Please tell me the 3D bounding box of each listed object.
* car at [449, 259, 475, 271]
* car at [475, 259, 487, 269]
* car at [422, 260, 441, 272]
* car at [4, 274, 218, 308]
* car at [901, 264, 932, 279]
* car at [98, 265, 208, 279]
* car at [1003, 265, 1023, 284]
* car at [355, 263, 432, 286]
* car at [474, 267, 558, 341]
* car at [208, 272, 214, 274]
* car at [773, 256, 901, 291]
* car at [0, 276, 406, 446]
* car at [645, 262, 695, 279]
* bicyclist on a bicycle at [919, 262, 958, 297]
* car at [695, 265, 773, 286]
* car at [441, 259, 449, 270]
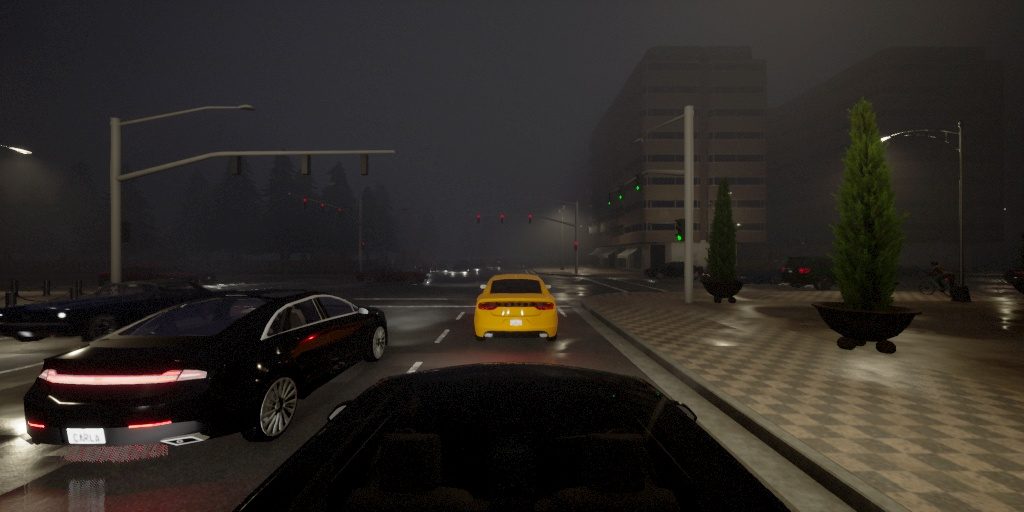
[{"bbox_3d":[-6.678,1.228,48.397,1.882,1.535,5.008,0,0,3],"label":"car"},{"bbox_3d":[-5.515,1.255,57.731,1.837,1.490,4.892,0,0,15],"label":"car"},{"bbox_3d":[-10.387,1.351,43.613,1.895,1.301,4.718,0,0,1],"label":"car"},{"bbox_3d":[-10.270,1.351,9.847,1.895,1.301,4.718,0,0,2],"label":"car"},{"bbox_3d":[34.909,1.406,32.554,4.718,1.301,1.895,0,0,0],"label":"car"},{"bbox_3d":[-21.859,1.283,21.686,5.008,1.535,1.882,0,0,0],"label":"car"},{"bbox_3d":[38.046,1.310,25.373,4.892,1.490,1.837,0,0,0],"label":"car"},{"bbox_3d":[-8.351,1.373,25.234,4.718,1.301,1.895,0,0,0],"label":"car"},{"bbox_3d":[0.103,1.228,9.909,1.882,1.535,5.008,0,0,0],"label":"car"},{"bbox_3d":[-23.286,1.369,25.181,4.181,1.385,1.994,0,0,0],"label":"car"},{"bbox_3d":[19.603,1.027,21.815,5.566,2.045,2.150,0,0,0],"label":"car"},{"bbox_3d":[-3.425,1.242,5.325,2.128,1.511,4.902,0,0,0],"label":"car"},{"bbox_3d":[14.633,1.283,32.501,5.008,1.535,1.882,0,0,0],"label":"car"},{"bbox_3d":[20.280,1.106,17.035,0.582,1.620,1.656,0,0,0],"label":"bicyclist on a bicycle"},{"bbox_3d":[16.332,1.353,25.307,5.357,1.411,2.033,0,0,-1],"label":"car"},{"bbox_3d":[-9.795,1.228,52.998,1.882,1.535,5.008,0,0,7],"label":"car"}]
